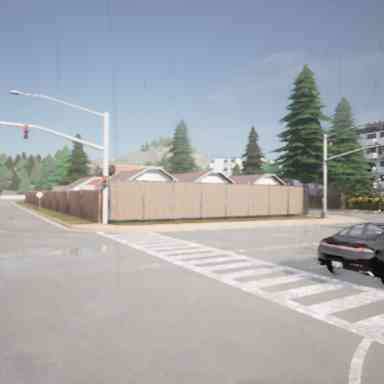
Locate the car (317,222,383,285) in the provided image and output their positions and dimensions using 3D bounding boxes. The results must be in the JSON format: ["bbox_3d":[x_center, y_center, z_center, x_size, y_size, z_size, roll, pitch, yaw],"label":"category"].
[{"bbox_3d":[5.761,1.633,9.559,4.902,1.511,2.128,1,0,-30],"label":"car"}]
